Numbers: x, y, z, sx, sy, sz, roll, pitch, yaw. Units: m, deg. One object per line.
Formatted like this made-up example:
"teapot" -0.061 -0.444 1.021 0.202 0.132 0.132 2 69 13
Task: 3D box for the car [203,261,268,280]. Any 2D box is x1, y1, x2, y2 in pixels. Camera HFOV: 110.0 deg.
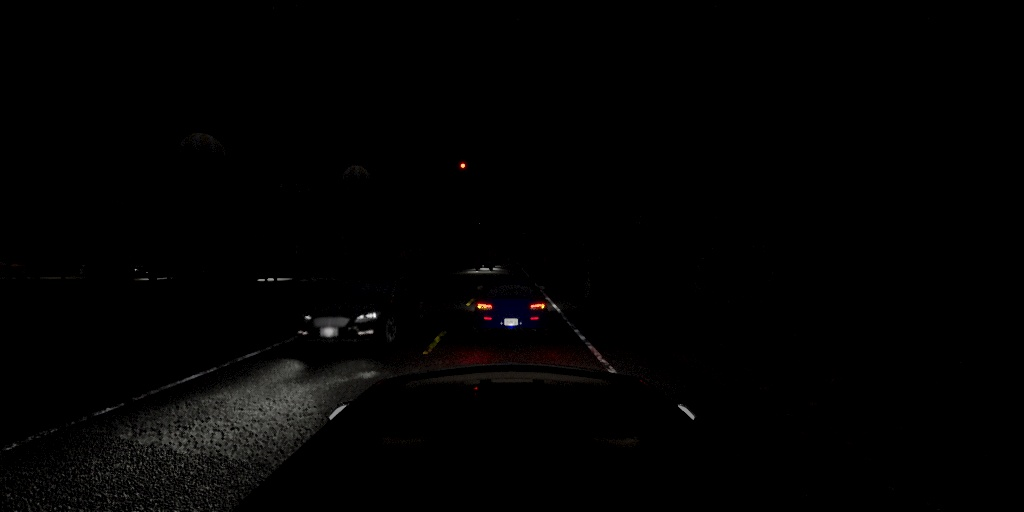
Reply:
"car" -21.820 1.124 28.403 4.181 1.385 1.994 1 0 0

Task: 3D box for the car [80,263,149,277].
"car" -31.145 0.998 28.315 4.674 1.442 1.812 1 0 -1

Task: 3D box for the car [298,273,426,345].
"car" -3.627 1.240 9.542 2.128 1.511 4.902 0 0 0

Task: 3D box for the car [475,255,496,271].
"car" -3.787 0.934 49.824 2.150 2.045 5.566 0 0 0

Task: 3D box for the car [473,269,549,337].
"car" -0.029 1.274 10.129 1.812 1.442 4.674 0 0 0

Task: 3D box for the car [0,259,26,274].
"car" -41.561 0.851 28.222 5.008 1.535 1.882 1 0 0

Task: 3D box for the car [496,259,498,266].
"car" -3.809 1.298 59.991 1.895 1.301 4.718 0 0 0
